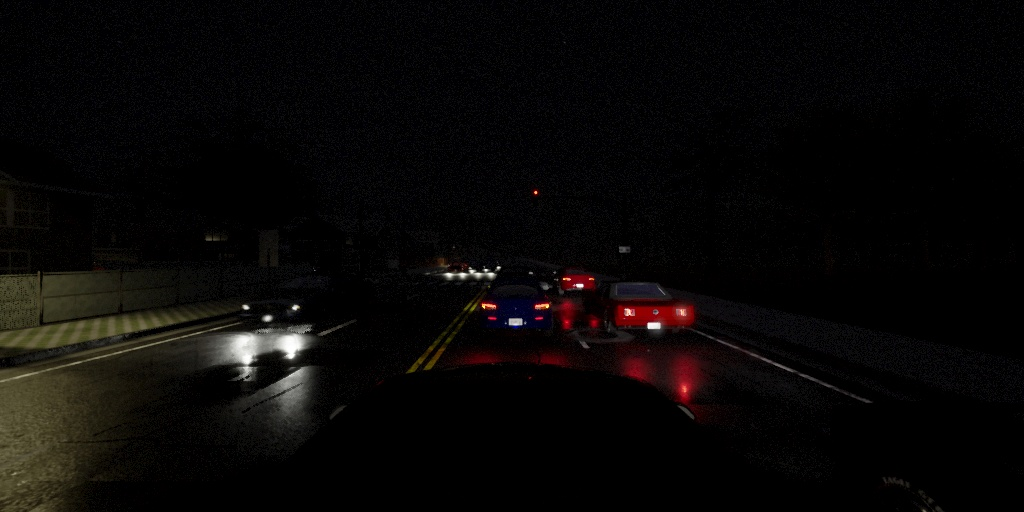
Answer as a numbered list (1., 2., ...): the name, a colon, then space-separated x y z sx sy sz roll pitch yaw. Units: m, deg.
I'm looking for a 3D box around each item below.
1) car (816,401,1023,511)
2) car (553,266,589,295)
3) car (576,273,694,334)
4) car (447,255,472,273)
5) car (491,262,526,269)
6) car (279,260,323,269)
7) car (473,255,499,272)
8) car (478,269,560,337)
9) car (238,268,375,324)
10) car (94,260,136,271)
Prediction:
1. car: 3.348 1.351 0.671 1.895 1.301 4.718 0 0 0
2. car: 3.324 1.276 19.731 1.812 1.442 4.674 0 0 0
3. car: 3.342 1.351 10.623 1.895 1.301 4.718 0 0 0
4. car: -6.562 1.094 43.992 2.097 1.767 4.553 0 0 0
5. car: 0.071 1.255 19.404 1.837 1.490 4.892 0 0 0
6. car: -18.191 1.130 30.457 4.553 1.767 2.097 0 0 0
7. car: -3.300 0.962 46.111 2.150 2.045 5.566 0 0 1
8. car: 0.089 1.276 10.143 1.812 1.442 4.674 0 0 0
9. car: -6.520 1.297 12.287 2.033 1.411 5.357 0 0 1
10. car: -33.105 1.155 30.508 4.553 1.767 2.097 0 0 0
